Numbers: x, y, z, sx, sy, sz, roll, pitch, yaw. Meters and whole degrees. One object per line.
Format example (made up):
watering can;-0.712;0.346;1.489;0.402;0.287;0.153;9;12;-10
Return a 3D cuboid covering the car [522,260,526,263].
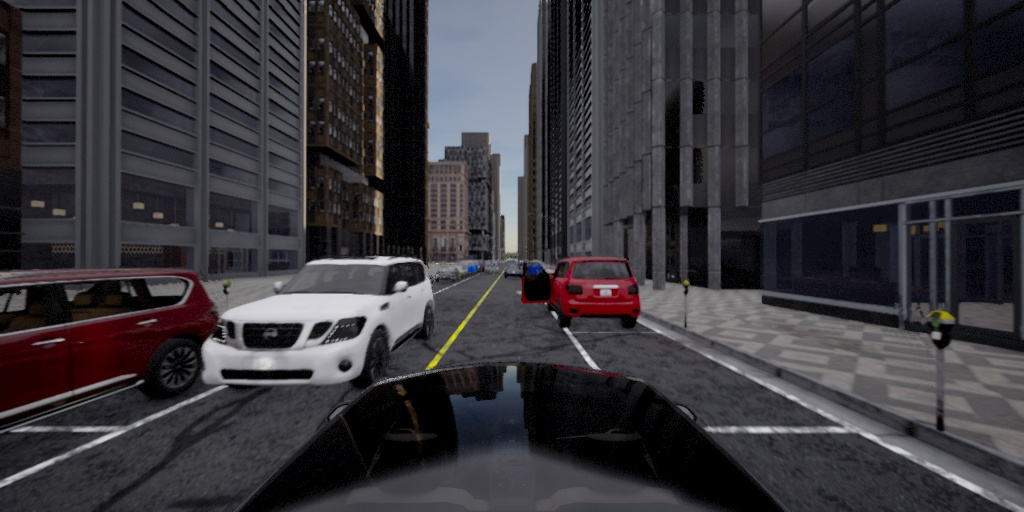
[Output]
car;2.924;1.829;60.235;1.802;1.307;4.207;0;0;0

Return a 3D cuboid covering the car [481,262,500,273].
car;-2.864;1.834;50.940;1.895;1.301;4.718;0;0;0

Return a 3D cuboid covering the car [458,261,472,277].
car;-5.665;1.581;37.523;1.751;1.417;4.829;0;0;0

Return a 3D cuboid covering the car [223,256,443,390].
car;-3.088;1.018;7.257;2.150;2.045;5.566;0;0;0

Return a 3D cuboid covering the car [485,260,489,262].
car;-5.601;1.562;60.256;2.192;1.841;5.009;0;0;0

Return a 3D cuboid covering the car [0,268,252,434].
car;-5.760;1.082;3.849;2.192;1.841;5.009;0;0;0

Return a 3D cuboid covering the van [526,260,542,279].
van;2.877;1.445;43.314;1.690;1.789;3.998;0;0;0

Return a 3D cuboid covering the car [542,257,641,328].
car;2.420;1.058;11.896;2.150;2.045;5.566;0;-1;0

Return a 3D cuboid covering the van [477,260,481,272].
van;-5.633;1.492;48.974;1.690;1.789;3.998;0;0;0

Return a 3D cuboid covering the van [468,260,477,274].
van;-5.649;1.444;43.333;1.690;1.789;3.998;0;0;0

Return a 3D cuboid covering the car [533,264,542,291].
car;2.829;1.505;26.392;1.888;1.381;4.507;0;0;0

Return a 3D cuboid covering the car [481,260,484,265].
car;-5.617;1.639;54.614;1.967;1.591;4.097;0;0;0

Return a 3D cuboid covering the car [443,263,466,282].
car;-5.680;1.558;32.052;2.007;1.370;4.403;0;0;0

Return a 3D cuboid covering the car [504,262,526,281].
car;0.176;1.630;38.981;1.994;1.385;4.181;0;-1;0
